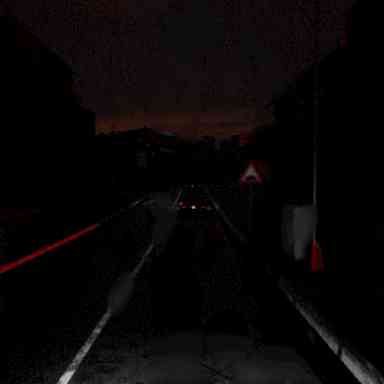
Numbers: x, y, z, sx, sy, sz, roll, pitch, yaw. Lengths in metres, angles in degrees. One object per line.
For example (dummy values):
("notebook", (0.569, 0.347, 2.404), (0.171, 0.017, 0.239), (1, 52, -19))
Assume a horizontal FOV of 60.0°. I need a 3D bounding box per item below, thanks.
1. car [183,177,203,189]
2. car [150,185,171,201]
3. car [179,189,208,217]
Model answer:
("car", (0.112, -0.787, 40.834), (2.150, 2.045, 5.566), (0, 5, 1))
("car", (-3.118, 0.044, 34.066), (2.033, 1.411, 5.357), (0, 4, 0))
("car", (0.094, 0.836, 22.773), (2.033, 1.411, 5.357), (0, 3, 0))
